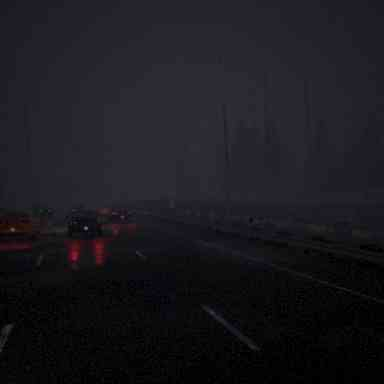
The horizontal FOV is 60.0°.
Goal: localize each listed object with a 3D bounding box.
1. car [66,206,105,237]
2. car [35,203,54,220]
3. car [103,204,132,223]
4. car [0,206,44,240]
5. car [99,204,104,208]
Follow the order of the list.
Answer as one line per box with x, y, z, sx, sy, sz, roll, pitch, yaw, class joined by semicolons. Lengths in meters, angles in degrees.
-6.659;1.836;20.455;1.812;1.442;4.674;0;-1;-20;car
-16.155;2.093;35.917;2.097;1.767;4.553;0;-1;-21;car
-6.832;2.042;30.947;1.812;1.442;4.674;0;-1;-20;car
-9.922;1.806;19.187;1.882;1.535;5.008;0;-1;-20;car
-11.023;2.279;42.199;1.882;1.535;5.008;0;-1;-20;car
